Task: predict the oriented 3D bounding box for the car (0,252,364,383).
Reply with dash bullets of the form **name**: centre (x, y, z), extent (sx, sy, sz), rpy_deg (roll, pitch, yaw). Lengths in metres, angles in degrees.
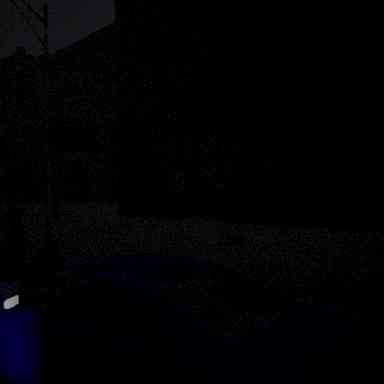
- **car**: centre (-0.808, 1.477, 3.877), extent (5.008, 1.535, 2.097), rpy_deg (0, 0, 35)
